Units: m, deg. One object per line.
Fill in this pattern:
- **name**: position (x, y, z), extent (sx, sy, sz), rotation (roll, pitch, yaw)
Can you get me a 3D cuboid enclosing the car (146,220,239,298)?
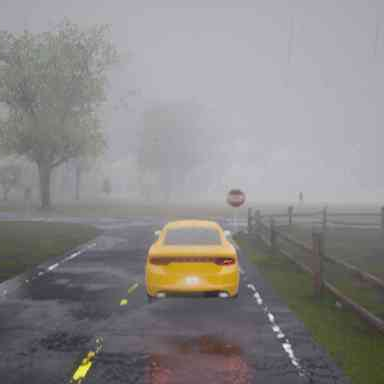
- **car**: position (0.010, 1.451, 8.494), extent (1.882, 1.535, 5.008), rotation (0, 0, 0)
